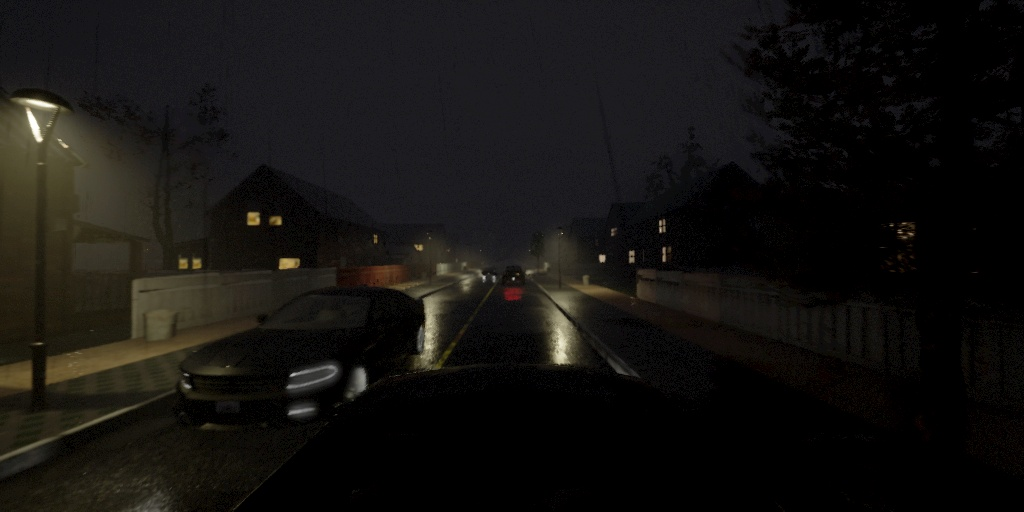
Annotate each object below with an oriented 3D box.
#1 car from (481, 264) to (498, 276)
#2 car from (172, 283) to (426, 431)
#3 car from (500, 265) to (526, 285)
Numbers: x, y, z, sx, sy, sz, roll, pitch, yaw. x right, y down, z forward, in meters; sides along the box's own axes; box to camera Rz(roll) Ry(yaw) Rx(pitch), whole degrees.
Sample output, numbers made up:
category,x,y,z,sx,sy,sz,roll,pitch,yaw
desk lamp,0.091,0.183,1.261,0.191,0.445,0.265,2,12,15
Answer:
category,x,y,z,sx,sy,sz,roll,pitch,yaw
car,-2.772,1.749,45.738,2.033,1.411,5.357,0,-1,1
car,-2.845,1.274,6.095,1.882,1.535,5.008,0,-1,0
car,0.115,1.541,29.599,1.837,1.490,4.892,0,-1,0
